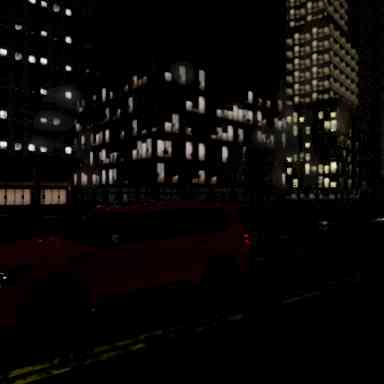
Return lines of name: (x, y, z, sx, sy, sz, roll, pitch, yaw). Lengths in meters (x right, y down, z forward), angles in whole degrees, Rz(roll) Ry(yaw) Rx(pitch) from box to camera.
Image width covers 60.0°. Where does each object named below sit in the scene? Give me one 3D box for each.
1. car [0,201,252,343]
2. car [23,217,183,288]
car: (-1.222, 1.236, 6.863, 5.566, 2.045, 2.150, 0, 0, -36)
car: (-2.546, 1.584, 9.939, 4.181, 1.385, 1.994, 0, 0, -36)
